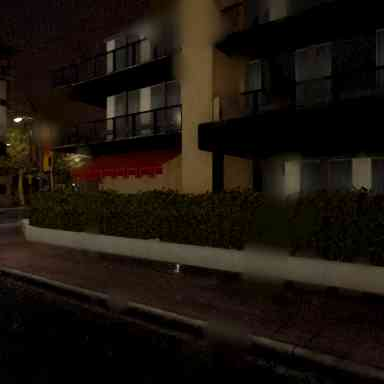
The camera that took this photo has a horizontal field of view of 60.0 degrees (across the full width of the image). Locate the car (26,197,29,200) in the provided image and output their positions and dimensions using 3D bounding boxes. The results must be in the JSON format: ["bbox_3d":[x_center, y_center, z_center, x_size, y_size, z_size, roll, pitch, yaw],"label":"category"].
[{"bbox_3d":[-36.115,1.481,67.977,4.892,1.521,2.231,0,0,36],"label":"car"}]
